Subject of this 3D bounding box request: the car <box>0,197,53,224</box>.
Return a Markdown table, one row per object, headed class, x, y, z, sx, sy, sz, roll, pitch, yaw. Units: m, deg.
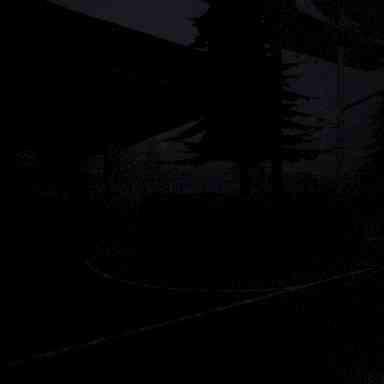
| class | x | y | z | sx | sy | sz | roll | pitch | yaw |
| --- | --- | --- | --- | --- | --- | --- | --- | --- | --- |
| car | -11.992 | 1.313 | 23.461 | 3.866 | 1.878 | 1.905 | 0 | 0 | -36 |
